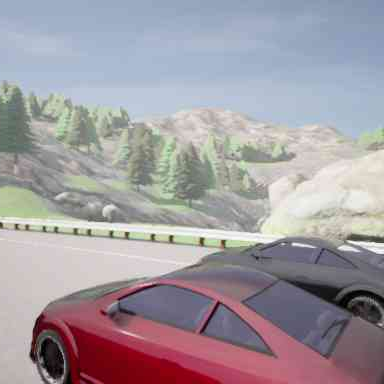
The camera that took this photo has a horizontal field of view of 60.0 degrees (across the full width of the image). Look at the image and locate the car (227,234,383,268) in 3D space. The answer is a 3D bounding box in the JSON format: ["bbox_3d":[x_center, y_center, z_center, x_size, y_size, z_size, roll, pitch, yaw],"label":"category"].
[{"bbox_3d":[2.051,1.551,6.683,4.181,1.385,1.994,0,0,35],"label":"car"}]

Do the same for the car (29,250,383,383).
[{"bbox_3d":[-0.007,1.559,3.856,4.181,1.385,1.994,0,0,35],"label":"car"}]
